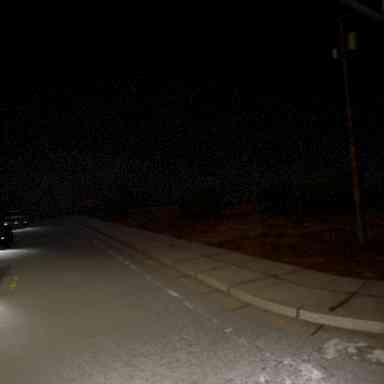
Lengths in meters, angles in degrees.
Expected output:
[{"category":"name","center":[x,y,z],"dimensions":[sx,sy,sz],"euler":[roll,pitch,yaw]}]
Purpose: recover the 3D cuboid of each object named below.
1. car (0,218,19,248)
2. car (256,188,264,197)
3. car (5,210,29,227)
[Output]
[{"category":"car","center":[-12.253,2.698,20.686],"dimensions":[2.033,1.411,5.357],"euler":[-5,0,-24]},{"category":"car","center":[15.054,0.007,66.609],"dimensions":[4.553,1.767,2.097],"euler":[-5,0,-22]},{"category":"car","center":[-20.457,3.143,39.009],"dimensions":[2.150,2.045,5.566],"euler":[-5,0,-24]}]
